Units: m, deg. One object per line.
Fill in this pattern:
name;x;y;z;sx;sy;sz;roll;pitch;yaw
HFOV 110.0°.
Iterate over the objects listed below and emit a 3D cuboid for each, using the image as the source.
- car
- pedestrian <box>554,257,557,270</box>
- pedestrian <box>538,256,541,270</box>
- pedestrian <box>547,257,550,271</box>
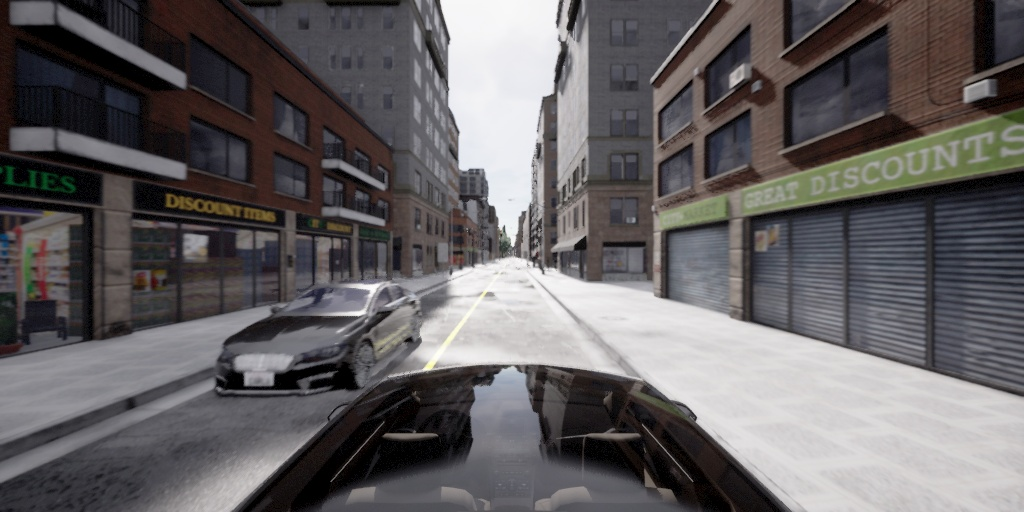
car;-3.099;1.247;6.850;2.128;1.511;4.902;0;0;0
pedestrian;5.641;0.950;46.702;0.375;1.860;0.375;0;0;0
pedestrian;3.641;0.944;47.303;0.375;1.860;0.375;0;0;0
pedestrian;4.641;0.945;46.103;0.375;1.860;0.375;0;0;0
